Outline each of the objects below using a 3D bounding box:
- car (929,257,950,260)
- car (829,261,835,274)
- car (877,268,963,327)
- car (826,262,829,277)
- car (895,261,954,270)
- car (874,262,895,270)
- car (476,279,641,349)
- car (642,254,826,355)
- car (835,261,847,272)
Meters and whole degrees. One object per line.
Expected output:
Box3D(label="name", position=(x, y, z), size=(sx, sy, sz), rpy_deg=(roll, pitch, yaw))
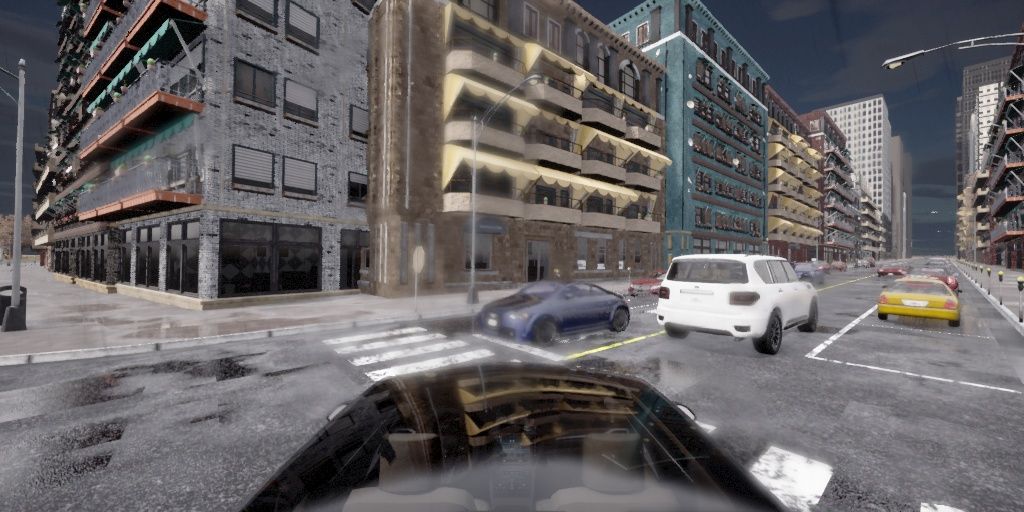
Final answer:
Box3D(label="car", position=(47.022, 1.198, 39.624), size=(4.097, 1.591, 1.967), rpy_deg=(0, 0, -40))
Box3D(label="car", position=(33.101, 1.222, 38.981), size=(4.097, 1.591, 1.967), rpy_deg=(0, 0, -40))
Box3D(label="car", position=(13.009, 1.279, 11.467), size=(4.829, 1.417, 1.751), rpy_deg=(0, 0, -40))
Box3D(label="car", position=(20.100, 1.300, 24.833), size=(4.674, 1.442, 1.812), rpy_deg=(0, 0, -40))
Box3D(label="car", position=(21.414, 1.198, 18.424), size=(4.097, 1.591, 1.967), rpy_deg=(0, 0, -40))
Box3D(label="car", position=(36.416, 1.368, 34.224), size=(4.718, 1.301, 1.895), rpy_deg=(0, 0, -40))
Box3D(label="car", position=(1.165, 1.328, 9.310), size=(4.181, 1.385, 1.994), rpy_deg=(0, 0, -36))
Box3D(label="car", position=(5.820, 0.978, 9.013), size=(5.566, 2.045, 2.150), rpy_deg=(0, 0, -40))
Box3D(label="car", position=(41.637, 1.325, 46.047), size=(4.507, 1.381, 1.888), rpy_deg=(0, 0, -40))
